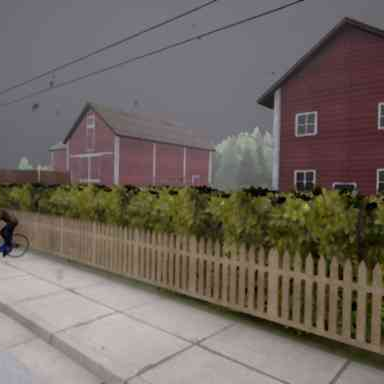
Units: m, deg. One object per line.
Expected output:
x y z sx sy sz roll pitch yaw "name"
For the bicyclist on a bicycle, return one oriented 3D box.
-5.298 1.075 9.101 0.582 1.620 1.656 2 1 41 "bicyclist on a bicycle"
